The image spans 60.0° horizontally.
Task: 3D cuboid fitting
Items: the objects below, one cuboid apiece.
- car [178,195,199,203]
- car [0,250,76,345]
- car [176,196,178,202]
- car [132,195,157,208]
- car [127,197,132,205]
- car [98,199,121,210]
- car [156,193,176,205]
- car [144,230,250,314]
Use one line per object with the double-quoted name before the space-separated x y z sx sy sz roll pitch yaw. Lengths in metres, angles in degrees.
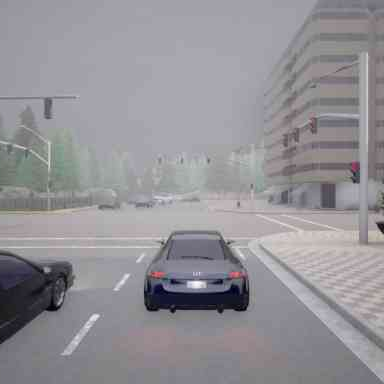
"car" -0.292 1.355 69.903 2.097 1.767 4.553 0 0 31
"car" -3.428 1.547 4.694 2.033 1.411 5.357 0 0 0
"car" -3.932 1.524 70.684 1.812 1.442 4.674 0 0 31
"car" -6.778 1.477 47.586 1.882 1.535 5.008 0 0 3
"car" -9.334 1.353 56.259 2.097 1.767 4.553 0 0 13
"car" -10.477 1.547 42.820 2.033 1.411 5.357 0 0 1
"car" -5.298 1.221 58.668 2.150 2.045 5.566 0 0 17
"car" 0.090 1.564 7.729 1.994 1.385 4.181 0 0 0
